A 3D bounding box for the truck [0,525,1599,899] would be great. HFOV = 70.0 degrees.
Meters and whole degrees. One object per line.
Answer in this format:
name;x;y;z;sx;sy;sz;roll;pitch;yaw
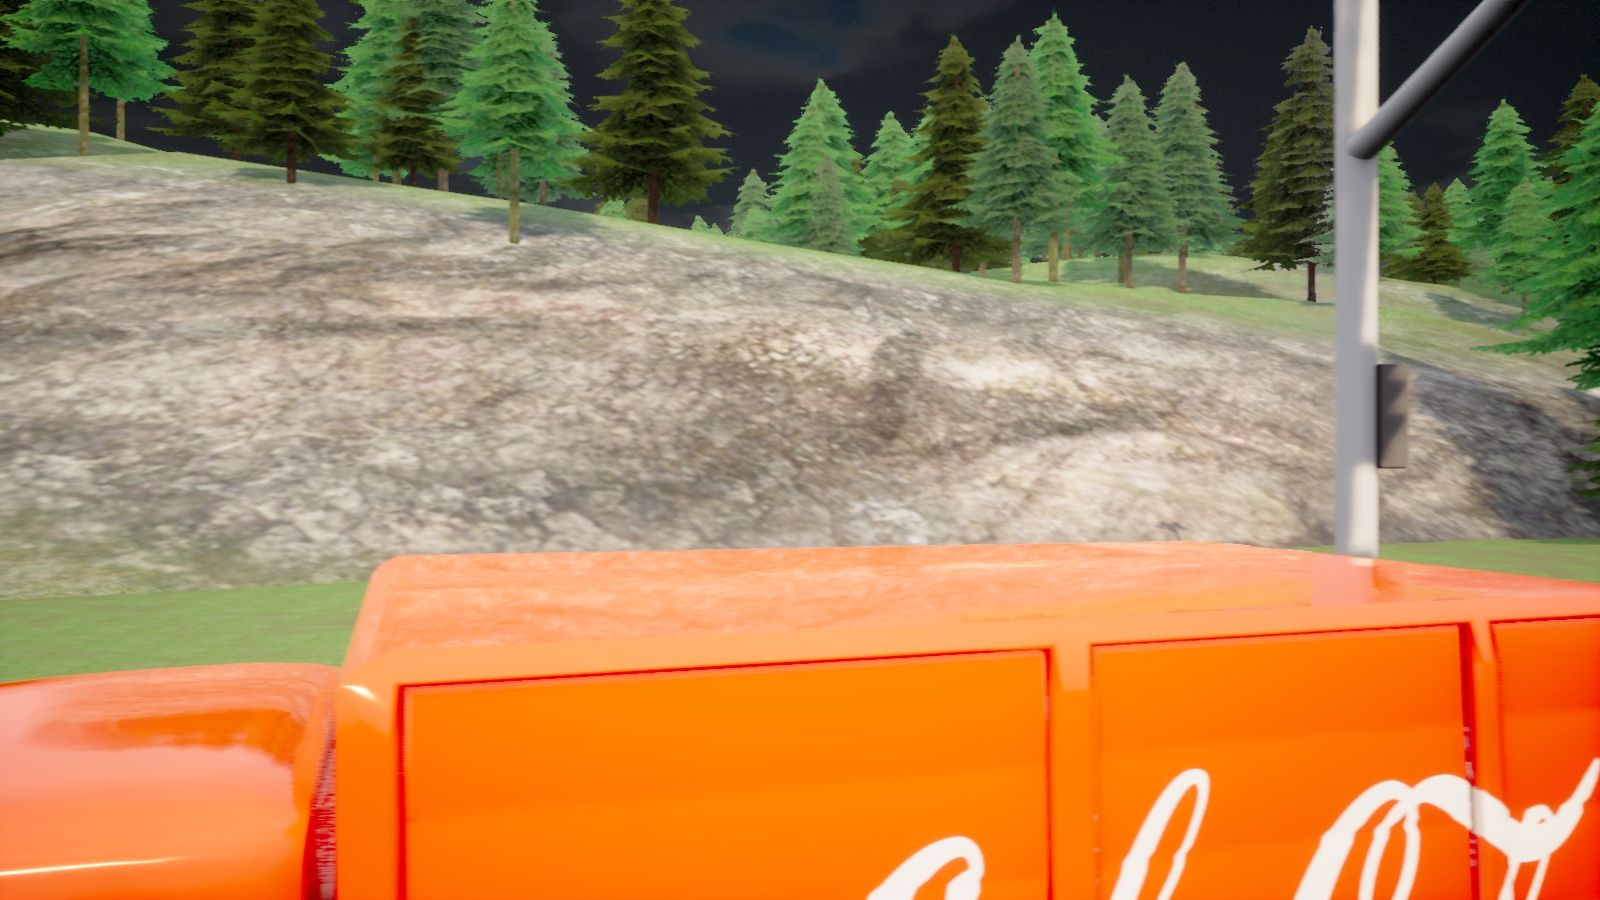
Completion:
truck;-0.372;1.569;3.158;5.204;2.467;2.627;0;0;-19
